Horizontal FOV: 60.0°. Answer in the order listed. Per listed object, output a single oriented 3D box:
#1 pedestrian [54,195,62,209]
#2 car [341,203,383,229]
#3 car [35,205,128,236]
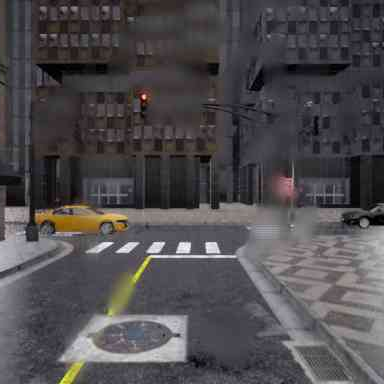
[{"bbox_3d":[-9.815,1.152,24.321,0.375,1.860,0.375,0,0,1],"label":"pedestrian"},{"bbox_3d":[12.056,1.458,21.021,5.008,1.535,1.882,0,0,1],"label":"car"},{"bbox_3d":[-5.998,1.482,18.039,5.008,1.535,1.882,0,0,1],"label":"car"}]
